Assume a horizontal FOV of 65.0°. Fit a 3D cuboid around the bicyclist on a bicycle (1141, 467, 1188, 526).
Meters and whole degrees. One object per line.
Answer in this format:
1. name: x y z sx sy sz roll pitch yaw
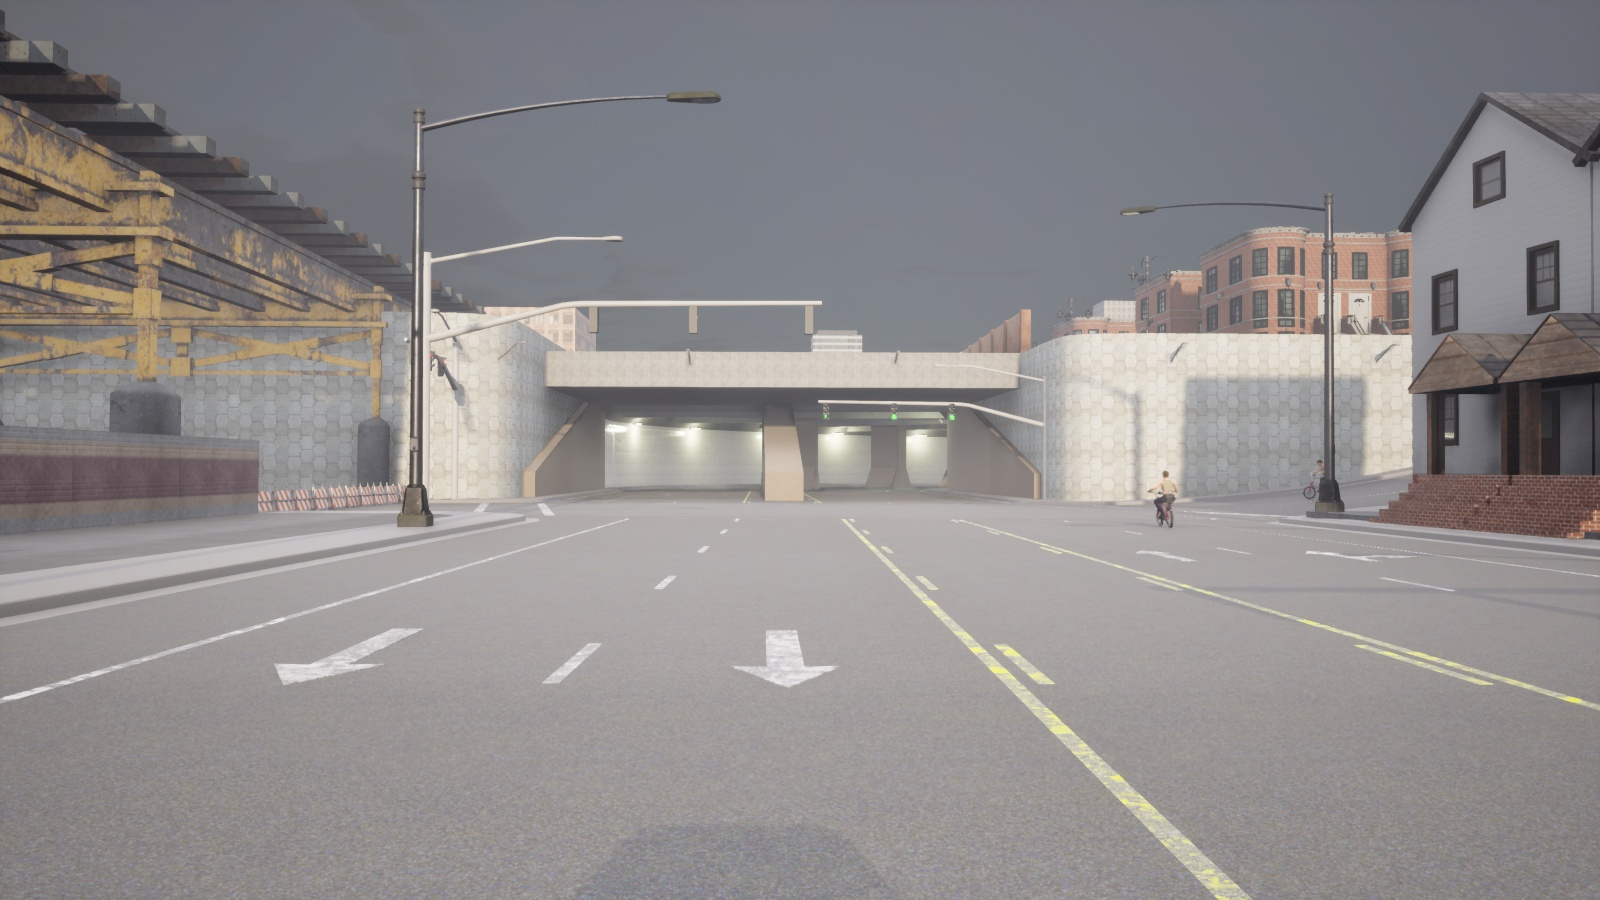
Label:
1. bicyclist on a bicycle: 10.302 1.305 35.503 0.866 1.612 1.509 0 -1 0
